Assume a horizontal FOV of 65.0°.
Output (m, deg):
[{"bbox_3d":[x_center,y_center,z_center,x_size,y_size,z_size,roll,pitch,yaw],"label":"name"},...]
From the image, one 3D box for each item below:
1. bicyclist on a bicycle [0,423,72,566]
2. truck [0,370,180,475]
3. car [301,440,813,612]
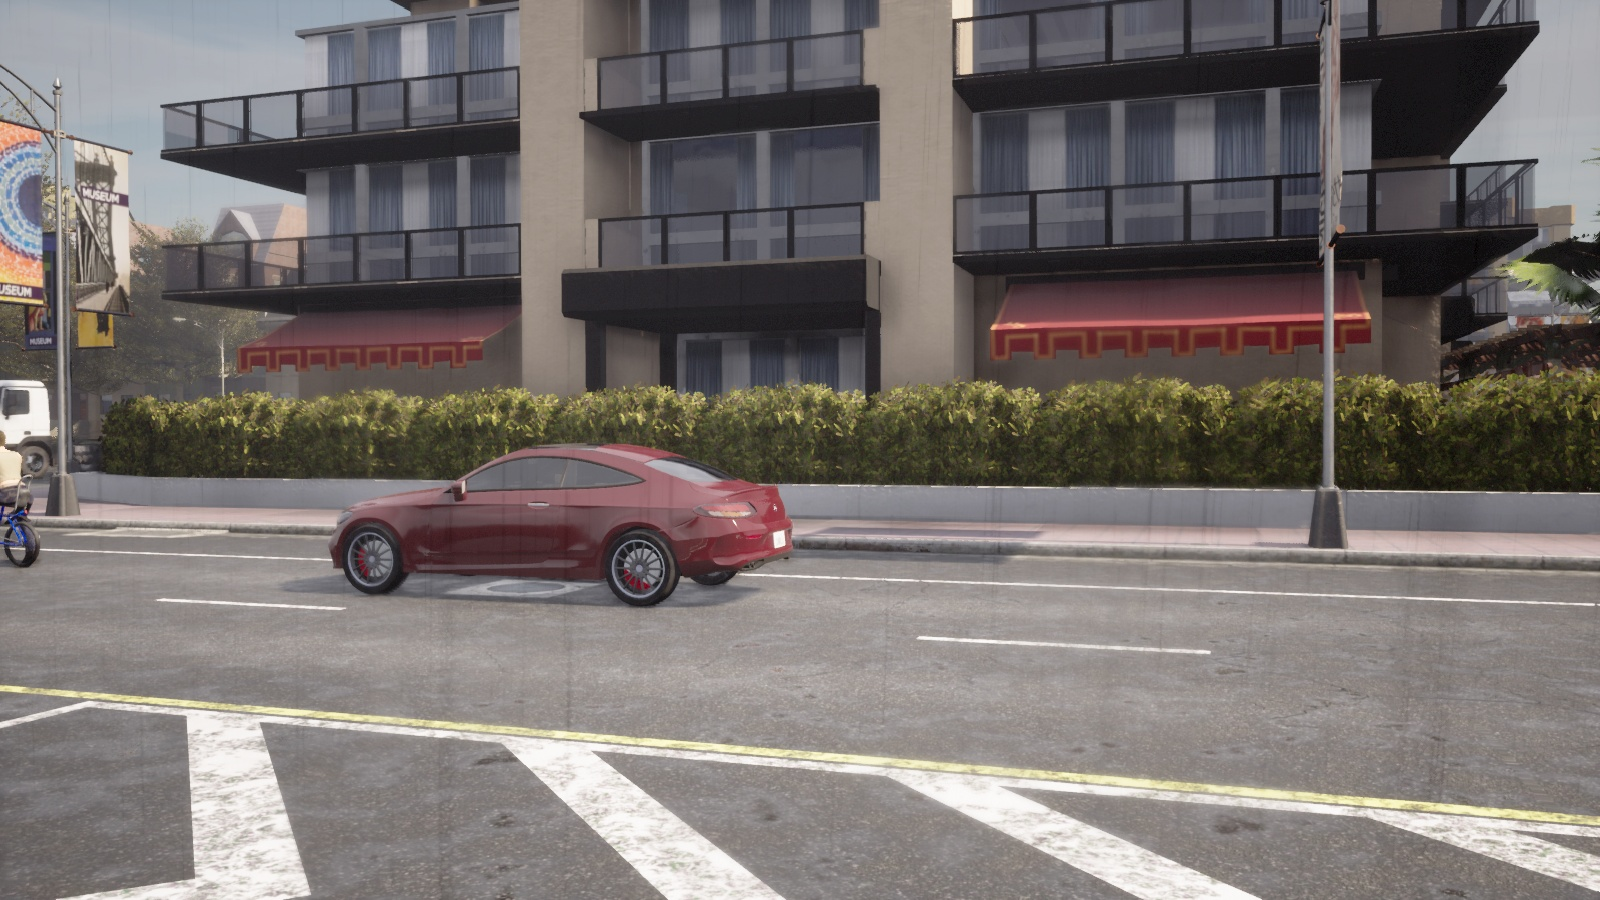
[{"bbox_3d":[-9.546,0.490,14.820,1.509,1.612,0.866,1,1,19],"label":"bicyclist on a bicycle"},{"bbox_3d":[-26.560,-0.979,45.176,2.891,3.462,7.936,1,1,18],"label":"truck"},{"bbox_3d":[-2.382,0.645,12.406,4.674,1.442,1.812,1,1,19],"label":"car"}]
